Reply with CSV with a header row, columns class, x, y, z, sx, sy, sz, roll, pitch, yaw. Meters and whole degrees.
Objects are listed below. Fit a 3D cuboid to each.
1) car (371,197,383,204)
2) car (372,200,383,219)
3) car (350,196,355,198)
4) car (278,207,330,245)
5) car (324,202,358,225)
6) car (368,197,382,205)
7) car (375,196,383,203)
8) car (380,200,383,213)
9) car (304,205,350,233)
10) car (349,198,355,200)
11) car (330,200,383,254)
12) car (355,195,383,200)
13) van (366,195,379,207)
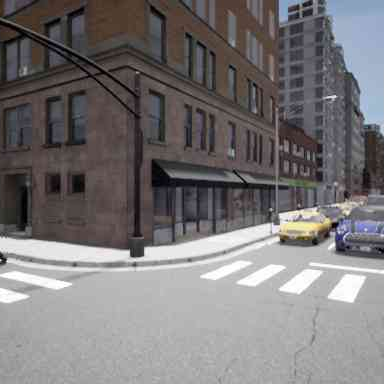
class,x,y,z,sx,sy,sz,roll,pitch,yaw
car,35.563,1.628,63.973,1.802,1.307,4.206,0,0,32
car,17.496,1.529,29.804,2.128,1.511,4.902,0,0,32
car,17.569,1.353,35.208,2.192,1.841,5.009,0,0,32
car,5.481,1.553,15.888,1.752,1.417,4.829,0,0,32
car,11.480,1.559,25.476,1.752,1.417,4.829,0,0,32
car,32.565,1.587,59.179,1.887,1.381,4.507,0,0,32
car,41.558,1.653,73.558,1.802,1.307,4.206,0,0,32
car,22.216,1.642,37.253,1.895,1.301,4.718,0,0,32
car,8.571,1.597,20.826,1.947,1.339,4.313,0,0,32
car,14.479,1.562,30.270,1.752,1.417,4.829,0,0,32
car,7.157,1.380,13.362,2.097,1.767,4.553,0,0,32
car,12.217,1.255,21.461,2.150,2.045,5.566,0,0,33
van,29.566,1.383,54.384,1.690,1.788,3.998,0,0,32
